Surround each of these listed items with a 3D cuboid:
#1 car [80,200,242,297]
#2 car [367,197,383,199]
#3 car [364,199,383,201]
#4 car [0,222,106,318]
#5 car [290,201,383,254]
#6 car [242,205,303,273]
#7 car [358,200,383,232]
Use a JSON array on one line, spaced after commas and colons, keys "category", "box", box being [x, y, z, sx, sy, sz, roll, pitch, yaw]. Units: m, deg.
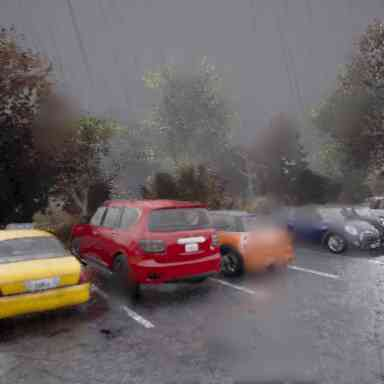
[{"category": "car", "box": [-1.556, 1.231, 8.984, 2.435, 2.045, 5.566, 0, 0, -35]}, {"category": "car", "box": [9.884, 1.236, 17.140, 2.435, 2.045, 5.566, 0, 0, -35]}, {"category": "car", "box": [7.513, 1.361, 15.452, 2.185, 1.767, 4.553, 0, 0, -35]}, {"category": "car", "box": [-3.915, 1.478, 7.495, 1.946, 1.575, 5.366, 0, 0, -35]}, {"category": "car", "box": [5.245, 1.360, 13.836, 2.185, 1.767, 4.553, 0, 0, -35]}, {"category": "car", "box": [0.848, 1.358, 10.624, 2.185, 1.767, 4.553, 0, 0, -35]}, {"category": "car", "box": [12.187, 1.362, 18.708, 2.185, 1.767, 4.553, 0, 0, -35]}]
